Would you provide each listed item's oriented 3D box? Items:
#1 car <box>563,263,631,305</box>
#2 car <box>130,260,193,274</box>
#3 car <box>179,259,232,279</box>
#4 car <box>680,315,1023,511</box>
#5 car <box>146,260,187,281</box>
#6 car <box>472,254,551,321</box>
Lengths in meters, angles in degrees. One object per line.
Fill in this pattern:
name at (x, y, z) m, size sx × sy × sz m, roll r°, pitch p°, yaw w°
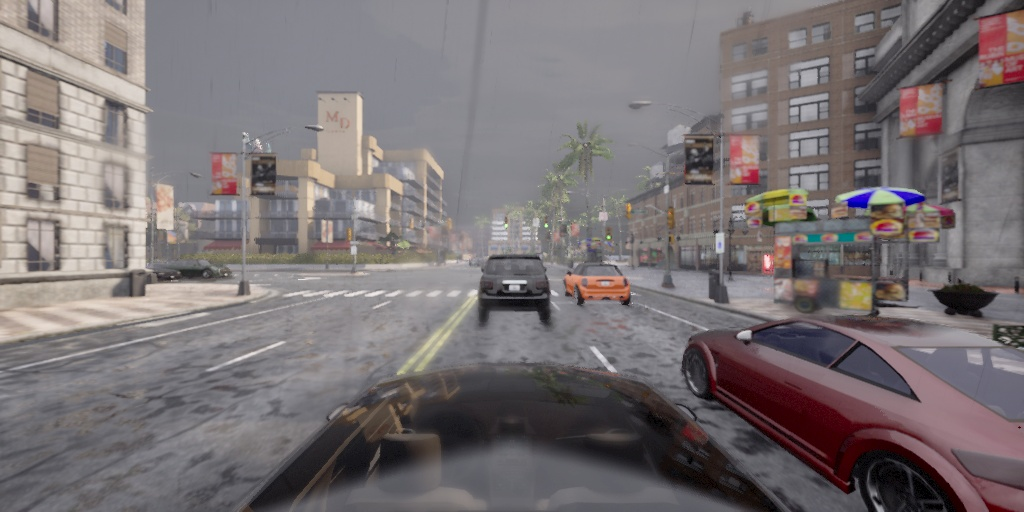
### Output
car at (3.574, 1.073, 15.848) m, size 2.097 × 1.767 × 4.553 m, roll 0°, pitch 0°, yaw 0°
car at (-38.452, 1.163, 39.436) m, size 4.902 × 1.511 × 2.128 m, roll 0°, pitch 0°, yaw -1°
car at (-27.254, 1.040, 31.361) m, size 4.553 × 1.767 × 2.097 m, roll 0°, pitch 0°, yaw 0°
car at (3.557, 1.310, 3.786) m, size 1.994 × 1.385 × 4.181 m, roll 0°, pitch 0°, yaw 0°
car at (-29.028, 1.243, 27.843) m, size 5.357 × 1.411 × 2.033 m, roll 0°, pitch 0°, yaw 0°
car at (0.073, 0.949, 12.475) m, size 2.150 × 2.045 × 5.566 m, roll 0°, pitch 0°, yaw 0°
